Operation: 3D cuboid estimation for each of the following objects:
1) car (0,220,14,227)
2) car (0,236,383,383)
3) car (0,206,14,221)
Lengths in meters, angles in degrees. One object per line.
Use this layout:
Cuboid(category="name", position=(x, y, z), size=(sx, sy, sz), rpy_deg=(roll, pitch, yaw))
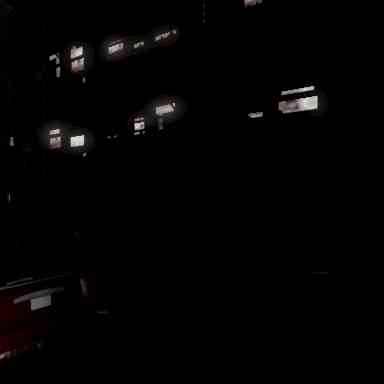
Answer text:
Cuboid(category="car", position=(-3.508, 1.437, 5.378), size=(4.097, 1.590, 1.967), rpy_deg=(0, 0, 36))
Cuboid(category="car", position=(1.006, 1.312, 2.159), size=(5.009, 1.841, 2.192), rpy_deg=(0, 0, 36))
Cuboid(category="car", position=(-12.951, 1.764, 25.398), size=(2.033, 1.411, 5.357), rpy_deg=(0, -1, 35))
